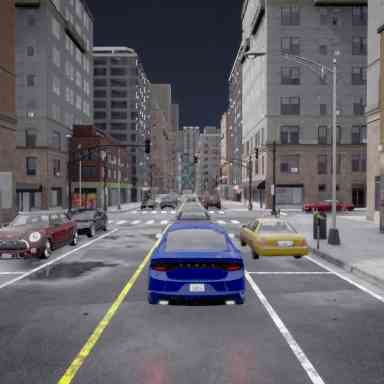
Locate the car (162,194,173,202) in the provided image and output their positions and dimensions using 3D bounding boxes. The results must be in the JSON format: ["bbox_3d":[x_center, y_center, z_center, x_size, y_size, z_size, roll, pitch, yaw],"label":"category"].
[{"bbox_3d":[-5.803,1.379,78.101,2.192,1.841,5.009,-1,0,0],"label":"car"}]

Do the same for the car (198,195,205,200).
[{"bbox_3d":[2.711,1.623,94.871,2.008,1.369,4.403,-1,0,0],"label":"car"}]

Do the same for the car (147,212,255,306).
[{"bbox_3d":[0.084,1.478,8.135,1.882,1.535,5.008,0,0,0],"label":"car"}]

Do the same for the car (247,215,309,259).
[{"bbox_3d":[2.828,1.527,12.400,1.752,1.417,4.829,-1,0,0],"label":"car"}]

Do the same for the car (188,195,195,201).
[{"bbox_3d":[-0.134,1.537,84.480,1.895,1.301,4.718,0,0,0],"label":"car"}]

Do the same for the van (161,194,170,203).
[{"bbox_3d":[-5.794,1.402,72.515,1.690,1.788,3.998,-1,0,0],"label":"van"}]

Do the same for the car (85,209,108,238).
[{"bbox_3d":[-5.705,1.571,17.712,1.947,1.339,4.313,-1,0,0],"label":"car"}]

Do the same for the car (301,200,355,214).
[{"bbox_3d":[13.307,1.458,32.857,4.718,1.301,1.895,-1,1,-1],"label":"car"}]

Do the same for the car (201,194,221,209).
[{"bbox_3d":[2.775,1.350,44.598,2.192,1.841,5.009,-1,0,0],"label":"car"}]

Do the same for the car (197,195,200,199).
[{"bbox_3d":[2.745,1.372,66.942,2.192,1.841,5.009,-1,0,0],"label":"car"}]

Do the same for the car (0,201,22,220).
[{"bbox_3d":[-18.074,1.664,29.494,5.008,1.535,1.882,-1,1,-1],"label":"car"}]

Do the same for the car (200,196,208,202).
[{"bbox_3d":[2.733,1.590,78.284,1.752,1.417,4.829,-1,0,0],"label":"car"}]

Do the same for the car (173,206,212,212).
[{"bbox_3d":[0.073,1.605,17.498,1.895,1.301,4.718,0,0,0],"label":"car"}]

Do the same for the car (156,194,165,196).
[{"bbox_3d":[-5.765,1.572,55.587,1.752,1.417,4.829,-1,0,0],"label":"car"}]

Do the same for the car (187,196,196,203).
[{"bbox_3d":[-0.117,1.579,74.028,2.128,1.511,4.902,0,0,0],"label":"car"}]

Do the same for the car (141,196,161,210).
[{"bbox_3d":[-5.748,1.601,44.585,1.947,1.339,4.313,-1,0,0],"label":"car"}]

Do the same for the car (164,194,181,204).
[{"bbox_3d":[-3.175,1.552,55.229,1.837,1.490,4.892,0,0,0],"label":"car"}]

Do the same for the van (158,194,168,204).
[{"bbox_3d":[-5.785,1.398,66.929,1.690,1.788,3.998,-1,0,0],"label":"van"}]

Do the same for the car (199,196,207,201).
[{"bbox_3d":[2.726,1.633,83.699,1.947,1.339,4.313,-1,0,0],"label":"car"}]

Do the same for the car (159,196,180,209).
[{"bbox_3d":[-3.167,1.584,45.331,2.033,1.411,5.357,0,0,0],"label":"car"}]

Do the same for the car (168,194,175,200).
[{"bbox_3d":[-5.828,1.513,94.857,1.967,1.590,4.097,-1,0,0],"label":"car"}]

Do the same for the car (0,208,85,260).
[{"bbox_3d":[-5.697,1.442,12.215,1.967,1.590,4.097,-1,0,0],"label":"car"}]
